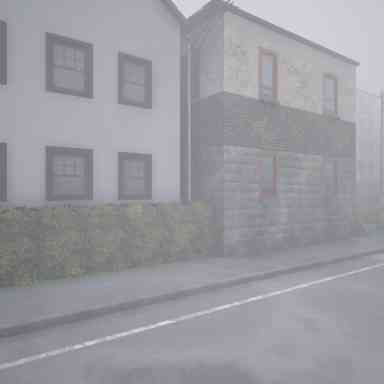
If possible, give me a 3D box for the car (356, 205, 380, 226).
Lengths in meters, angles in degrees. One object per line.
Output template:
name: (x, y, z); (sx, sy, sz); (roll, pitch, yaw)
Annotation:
car: (13.665, 1.651, 22.875); (1.882, 1.535, 5.008); (0, 0, -30)
